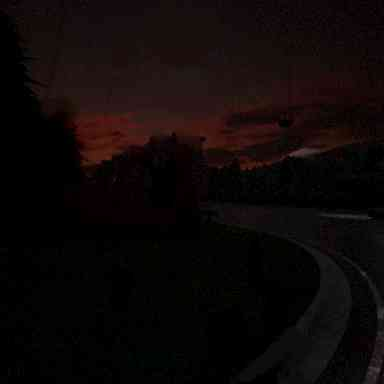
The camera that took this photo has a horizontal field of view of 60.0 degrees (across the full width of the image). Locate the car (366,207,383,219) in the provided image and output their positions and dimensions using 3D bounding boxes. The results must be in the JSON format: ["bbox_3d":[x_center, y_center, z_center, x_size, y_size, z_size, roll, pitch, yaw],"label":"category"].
[{"bbox_3d":[15.374,1.449,24.448,1.895,1.301,4.718,0,0,-25],"label":"car"}]
